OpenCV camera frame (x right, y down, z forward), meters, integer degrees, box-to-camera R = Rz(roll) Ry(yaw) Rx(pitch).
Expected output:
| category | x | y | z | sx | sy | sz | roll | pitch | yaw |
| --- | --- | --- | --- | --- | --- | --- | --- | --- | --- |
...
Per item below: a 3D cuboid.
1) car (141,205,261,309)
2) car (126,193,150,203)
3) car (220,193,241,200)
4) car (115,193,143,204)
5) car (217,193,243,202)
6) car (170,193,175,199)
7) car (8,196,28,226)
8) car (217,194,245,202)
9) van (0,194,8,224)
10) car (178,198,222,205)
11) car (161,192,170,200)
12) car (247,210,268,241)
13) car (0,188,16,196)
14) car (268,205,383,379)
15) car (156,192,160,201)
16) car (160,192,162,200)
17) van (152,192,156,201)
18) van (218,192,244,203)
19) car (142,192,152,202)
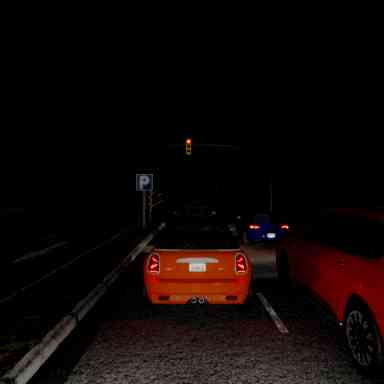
| category | x | y | z | sx | sy | sz | roll | pitch | yaw |
| --- | --- | --- | --- | --- | --- | --- | --- | --- | --- |
| car | 0.101 | 1.363 | 8.049 | 2.097 | 1.767 | 4.553 | 0 | 0 | 0 |
| car | -10.843 | 1.189 | 66.240 | 4.553 | 1.767 | 2.185 | -1 | 0 | -14 |
| car | 9.291 | 1.121 | 80.602 | 4.553 | 1.767 | 2.185 | 1 | 0 | -12 |
| car | -11.569 | 1.352 | 60.294 | 4.792 | 1.488 | 2.163 | -1 | 0 | -15 |
| car | 7.530 | 1.135 | 65.898 | 4.553 | 1.767 | 2.185 | 1 | 0 | -14 |
| car | -8.184 | 1.056 | 87.242 | 5.566 | 2.045 | 2.435 | -1 | 0 | -12 |
| car | -13.672 | 1.400 | 22.483 | 4.553 | 1.767 | 2.185 | -1 | 0 | -19 |
| car | 8.060 | 1.257 | 68.893 | 5.366 | 1.575 | 1.946 | 1 | 0 | -13 |
| van | -13.641 | 1.294 | 19.506 | 4.442 | 1.987 | 1.878 | -1 | 0 | -20 |
| car | 0.141 | 1.376 | 16.696 | 2.097 | 1.767 | 4.553 | 0 | 0 | 0 |
| car | -8.628 | 1.349 | 84.234 | 4.674 | 1.452 | 2.002 | -1 | 0 | -12 |
| car | 3.131 | 1.547 | 15.354 | 1.812 | 1.442 | 4.674 | 0 | 0 | 0 |
| car | -28.270 | 0.131 | 51.127 | 2.002 | 1.452 | 4.674 | 6 | -3 | -20 |
| car | 3.099 | 1.229 | 5.660 | 2.150 | 2.045 | 5.566 | 0 | 0 | -1 |
| car | -10.162 | 1.314 | 72.252 | 4.892 | 1.521 | 2.231 | -1 | 0 | -14 |
| car | -9.796 | 1.352 | 75.248 | 4.674 | 1.452 | 2.002 | -1 | 0 | -13 |
| van | -10.384 | 1.086 | 69.281 | 4.442 | 1.987 | 1.878 | -1 | 0 | -14 |
| van | 7.153 | 1.036 | 62.928 | 4.442 | 1.987 | 1.878 | 1 | 0 | -14 |
| car | -10.930 | 1.309 | 63.287 | 5.366 | 1.575 | 1.946 | -1 | 0 | -15 |
